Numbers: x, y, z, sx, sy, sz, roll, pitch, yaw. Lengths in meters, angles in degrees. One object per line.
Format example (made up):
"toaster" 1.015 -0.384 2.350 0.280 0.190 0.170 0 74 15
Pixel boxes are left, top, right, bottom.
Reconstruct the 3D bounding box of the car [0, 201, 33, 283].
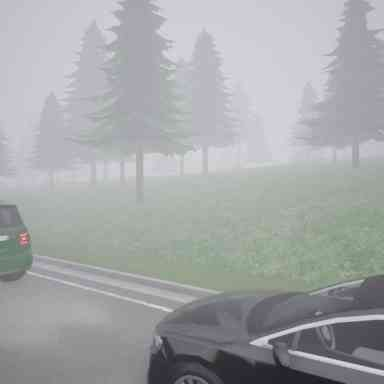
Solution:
"car" -6.291 1.221 8.446 5.566 2.045 2.150 0 0 36

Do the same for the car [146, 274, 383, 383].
"car" 1.771 1.492 2.729 4.902 1.511 2.128 0 0 36
